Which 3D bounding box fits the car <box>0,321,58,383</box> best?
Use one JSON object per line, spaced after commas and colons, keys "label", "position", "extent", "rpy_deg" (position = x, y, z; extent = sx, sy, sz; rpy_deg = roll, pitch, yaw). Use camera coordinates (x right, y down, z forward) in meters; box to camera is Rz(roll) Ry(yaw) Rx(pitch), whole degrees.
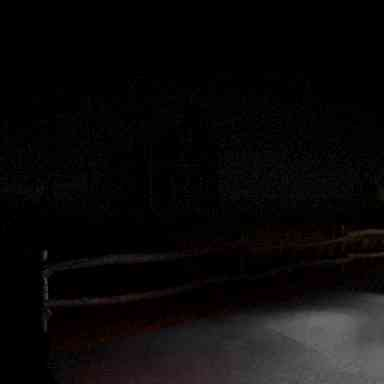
{"label": "car", "position": [-3.146, 1.507, 1.366], "extent": [4.892, 1.490, 1.837], "rpy_deg": [1, -1, -35]}
